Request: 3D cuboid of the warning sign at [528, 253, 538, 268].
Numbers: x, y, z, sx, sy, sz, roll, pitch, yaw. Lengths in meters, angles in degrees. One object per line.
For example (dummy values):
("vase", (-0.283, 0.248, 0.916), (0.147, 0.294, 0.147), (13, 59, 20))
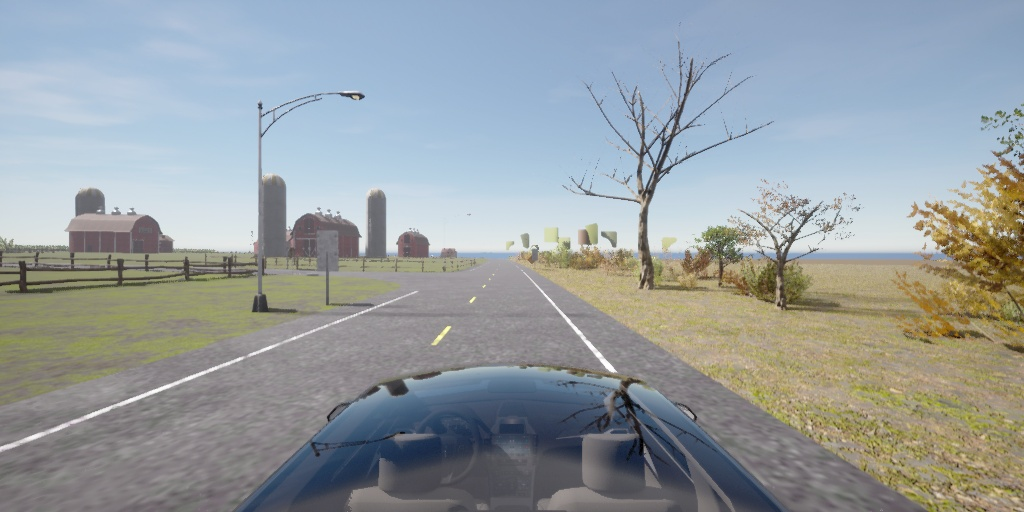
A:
("warning sign", (3.061, 0.878, 55.995), (1.300, 1.860, 1.060), (0, 0, -1))
